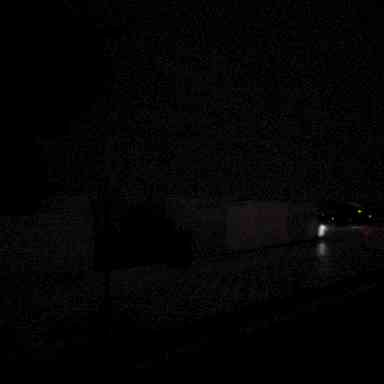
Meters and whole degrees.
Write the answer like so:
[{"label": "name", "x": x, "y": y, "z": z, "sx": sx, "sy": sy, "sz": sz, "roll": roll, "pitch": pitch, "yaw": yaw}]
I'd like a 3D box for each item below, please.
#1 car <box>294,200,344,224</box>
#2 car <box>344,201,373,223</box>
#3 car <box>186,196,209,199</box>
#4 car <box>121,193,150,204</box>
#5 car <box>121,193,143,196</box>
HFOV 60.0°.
[{"label": "car", "x": 7.225, "y": 1.309, "z": 22.106, "sx": 1.812, "sy": 1.442, "sz": 4.674, "roll": 0, "pitch": 1, "yaw": -35}, {"label": "car", "x": 10.151, "y": 1.334, "z": 23.376, "sx": 1.812, "sy": 1.442, "sz": 4.674, "roll": 0, "pitch": 1, "yaw": -37}, {"label": "car", "x": 0.666, "y": 1.129, "z": 31.261, "sx": 2.128, "sy": 1.511, "sz": 4.902, "roll": 0, "pitch": 1, "yaw": -36}, {"label": "car", "x": -8.398, "y": 0.941, "z": 48.788, "sx": 2.033, "sy": 1.411, "sz": 5.357, "roll": 0, "pitch": 1, "yaw": -35}, {"label": "car", "x": -8.232, "y": 0.913, "z": 43.647, "sx": 1.882, "sy": 1.535, "sz": 5.008, "roll": 0, "pitch": 1, "yaw": -35}]
